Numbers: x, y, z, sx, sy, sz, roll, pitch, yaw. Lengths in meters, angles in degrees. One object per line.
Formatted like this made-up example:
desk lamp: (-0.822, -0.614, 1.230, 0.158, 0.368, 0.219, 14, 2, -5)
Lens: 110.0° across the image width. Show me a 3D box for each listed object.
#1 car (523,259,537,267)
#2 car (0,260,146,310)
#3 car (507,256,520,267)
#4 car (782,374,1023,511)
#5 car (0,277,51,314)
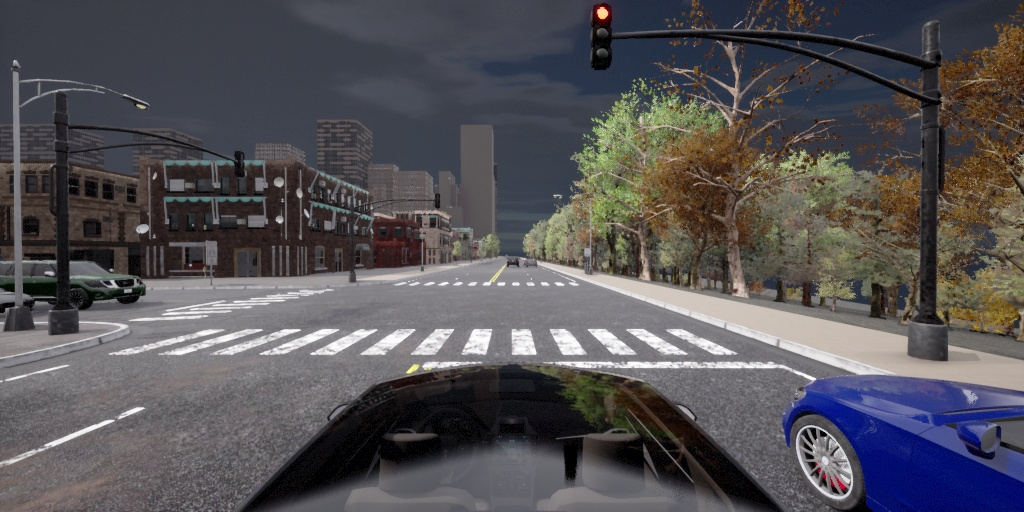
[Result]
car: (3.466, 1.218, 63.868, 2.128, 1.511, 4.902, 0, 0, 0)
car: (-19.312, 1.186, 15.465, 5.566, 2.045, 2.150, -1, 1, 0)
car: (0.214, 0.948, 63.707, 2.150, 2.045, 5.566, 0, 0, 1)
car: (3.346, 1.276, 1.324, 1.812, 1.442, 4.674, 0, 0, 2)
car: (-19.927, 1.565, 12.764, 4.313, 1.339, 1.948, 0, 0, 0)
